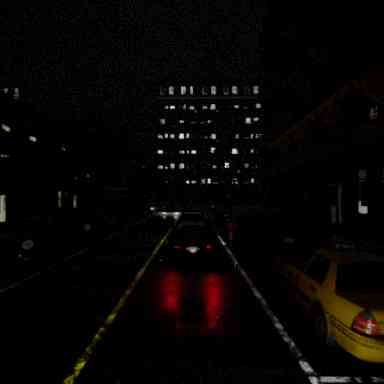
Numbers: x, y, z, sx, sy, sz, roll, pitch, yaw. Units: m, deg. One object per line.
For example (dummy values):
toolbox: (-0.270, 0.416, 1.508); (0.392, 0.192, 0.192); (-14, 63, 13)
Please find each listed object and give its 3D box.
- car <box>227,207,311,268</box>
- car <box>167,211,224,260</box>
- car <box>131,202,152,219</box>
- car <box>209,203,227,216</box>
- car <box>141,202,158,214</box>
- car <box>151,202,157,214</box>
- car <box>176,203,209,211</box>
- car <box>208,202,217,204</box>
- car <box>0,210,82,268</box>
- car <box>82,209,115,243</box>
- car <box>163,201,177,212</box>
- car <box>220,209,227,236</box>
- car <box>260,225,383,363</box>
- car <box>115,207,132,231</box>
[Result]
car: (2.713, 1.467, 11.704); (2.192, 1.841, 5.009); (1, -1, 0)
car: (0.056, 1.694, 12.997); (1.812, 1.442, 4.674); (0, 0, 1)
car: (-5.628, 2.013, 34.390); (1.947, 1.339, 4.313); (1, -1, 0)
car: (2.716, 1.939, 28.759); (1.947, 1.339, 4.313); (1, -1, 0)
car: (-5.793, 2.120, 45.594); (1.752, 1.417, 4.829); (1, -1, 0)
car: (-5.625, 2.073, 40.078); (2.008, 1.369, 4.403); (1, -1, 0)
car: (0.056, 1.846, 27.323); (2.128, 1.511, 4.902); (0, -1, 1)
car: (2.773, 2.038, 45.816); (1.967, 1.590, 4.097); (1, -1, 0)
car: (-5.636, 1.591, 11.647); (1.967, 1.590, 4.097); (1, -1, 0)
car: (-5.634, 1.665, 17.334); (1.967, 1.590, 4.097); (1, -1, 0)
car: (-3.031, 2.104, 47.961); (1.882, 1.535, 5.008); (0, -1, 1)
car: (2.711, 1.807, 17.387); (1.802, 1.307, 4.206); (1, -1, 0)
car: (2.707, 1.606, 6.184); (1.752, 1.417, 4.829); (1, -1, 0)
car: (-5.633, 1.880, 23.018); (1.802, 1.307, 4.206); (1, -1, 0)
